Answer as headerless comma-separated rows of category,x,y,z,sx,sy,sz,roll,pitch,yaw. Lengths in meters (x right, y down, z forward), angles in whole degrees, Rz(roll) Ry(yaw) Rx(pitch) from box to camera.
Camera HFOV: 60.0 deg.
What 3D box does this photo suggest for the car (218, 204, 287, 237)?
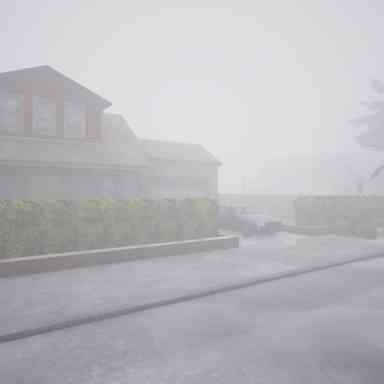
car,2.260,1.356,16.995,2.033,1.415,5.357,0,0,-33
